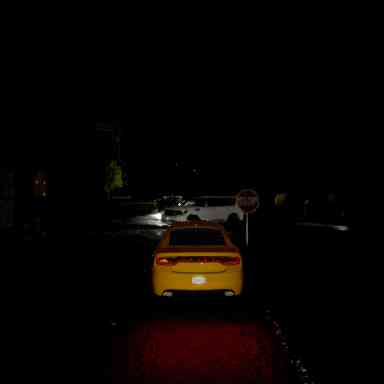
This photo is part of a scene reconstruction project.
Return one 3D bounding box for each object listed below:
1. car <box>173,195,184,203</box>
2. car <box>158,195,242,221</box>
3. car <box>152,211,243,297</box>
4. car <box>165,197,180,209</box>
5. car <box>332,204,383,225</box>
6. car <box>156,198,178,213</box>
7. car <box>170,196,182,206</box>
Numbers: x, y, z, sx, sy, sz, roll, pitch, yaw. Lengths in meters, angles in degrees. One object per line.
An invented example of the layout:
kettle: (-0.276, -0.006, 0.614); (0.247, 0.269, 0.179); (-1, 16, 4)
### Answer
car: (-2.668, 1.471, 67.592); (1.882, 1.535, 5.008); (0, 0, 0)
car: (0.743, 1.226, 20.724); (5.566, 2.045, 2.150); (2, -1, -39)
car: (0.078, 1.479, 8.625); (1.882, 1.535, 5.008); (0, 0, -1)
car: (-2.763, 1.524, 47.194); (1.812, 1.442, 4.674); (0, 0, 0)
car: (13.002, 1.634, 24.618); (5.008, 1.535, 1.882); (0, -1, 0)
car: (-2.809, 1.491, 38.142); (2.128, 1.511, 4.902); (0, 0, 1)
car: (-2.723, 1.522, 57.101); (1.812, 1.442, 4.674); (0, 0, 1)
